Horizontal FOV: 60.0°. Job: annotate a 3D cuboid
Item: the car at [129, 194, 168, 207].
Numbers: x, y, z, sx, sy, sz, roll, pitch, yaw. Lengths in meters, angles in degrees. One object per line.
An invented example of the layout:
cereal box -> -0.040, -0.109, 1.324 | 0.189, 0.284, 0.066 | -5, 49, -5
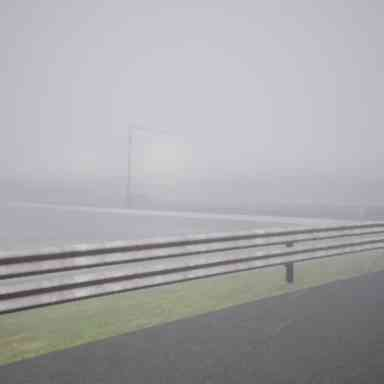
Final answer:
car -> -6.919, 1.299, 49.342 | 5.566, 2.045, 2.150 | 1, -1, 32

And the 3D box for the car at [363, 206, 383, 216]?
car -> 20.223, 2.140, 34.022 | 4.718, 1.301, 1.895 | 1, -1, 15

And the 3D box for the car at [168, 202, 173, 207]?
car -> -5.146, 1.481, 52.355 | 4.553, 1.767, 2.097 | 1, -1, 32
